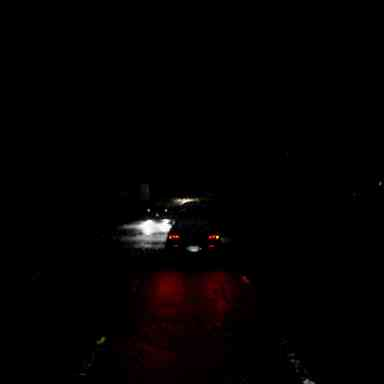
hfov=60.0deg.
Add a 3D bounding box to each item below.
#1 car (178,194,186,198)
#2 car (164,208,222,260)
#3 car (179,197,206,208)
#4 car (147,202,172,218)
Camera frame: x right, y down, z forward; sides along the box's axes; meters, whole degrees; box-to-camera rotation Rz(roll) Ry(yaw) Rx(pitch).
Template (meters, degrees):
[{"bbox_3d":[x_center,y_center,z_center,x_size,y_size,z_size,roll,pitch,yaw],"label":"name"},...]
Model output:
[{"bbox_3d":[-2.779,1.320,94.357,1.882,1.535,5.008,0,0,0],"label":"car"},{"bbox_3d":[0.073,1.516,12.199,1.812,1.442,4.674,0,0,0],"label":"car"},{"bbox_3d":[0.060,1.454,25.996,1.882,1.535,5.008,0,0,0],"label":"car"},{"bbox_3d":[-2.819,1.572,29.384,1.895,1.301,4.718,0,0,0],"label":"car"}]
